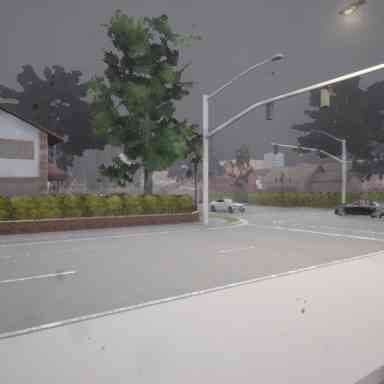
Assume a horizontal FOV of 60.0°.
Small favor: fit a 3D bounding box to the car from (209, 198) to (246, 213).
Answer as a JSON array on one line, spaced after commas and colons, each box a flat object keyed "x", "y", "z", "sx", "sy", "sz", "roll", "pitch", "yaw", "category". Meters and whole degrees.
[{"x": 3.773, "y": 1.435, "z": 36.342, "sx": 1.812, "sy": 1.442, "sz": 4.674, "roll": 0, "pitch": 0, "yaw": -36, "category": "car"}]

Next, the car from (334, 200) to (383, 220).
[{"x": 14.439, "y": 1.424, "z": 27.834, "sx": 2.128, "sy": 1.511, "sz": 4.902, "roll": 0, "pitch": 0, "yaw": -35, "category": "car"}]
